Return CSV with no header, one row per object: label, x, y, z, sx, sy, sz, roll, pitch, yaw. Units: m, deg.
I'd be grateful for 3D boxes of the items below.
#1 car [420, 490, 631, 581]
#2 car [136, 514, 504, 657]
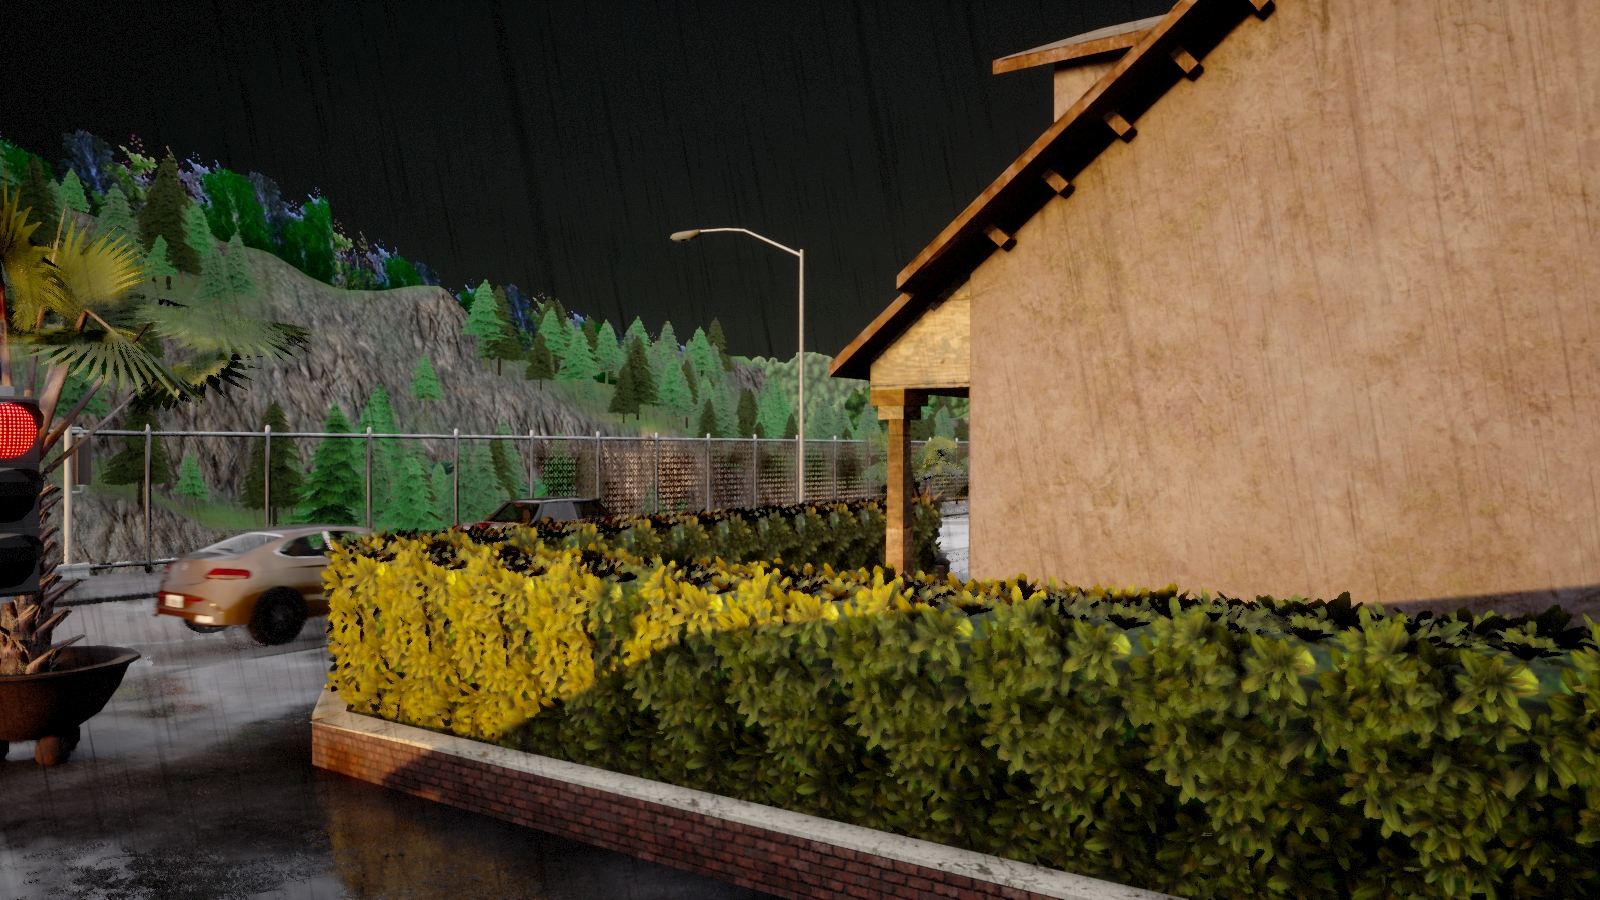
car,-6.312,1.906,26.765,2.097,1.767,4.553,0,0,35
car,-7.420,1.992,18.216,2.152,1.651,5.027,0,0,35
